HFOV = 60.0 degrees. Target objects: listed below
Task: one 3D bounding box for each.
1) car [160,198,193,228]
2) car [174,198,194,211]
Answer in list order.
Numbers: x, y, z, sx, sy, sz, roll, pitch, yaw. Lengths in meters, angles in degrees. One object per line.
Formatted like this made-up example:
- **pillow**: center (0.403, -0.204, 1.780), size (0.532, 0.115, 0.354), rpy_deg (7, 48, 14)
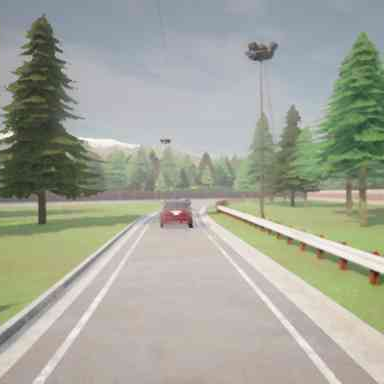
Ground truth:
- **car**: center (-1.077, 1.369, 22.783), size (2.097, 1.767, 4.553), rpy_deg (0, 0, -3)
- **car**: center (-0.996, 1.520, 42.976), size (2.128, 1.511, 4.902), rpy_deg (0, 0, 4)
